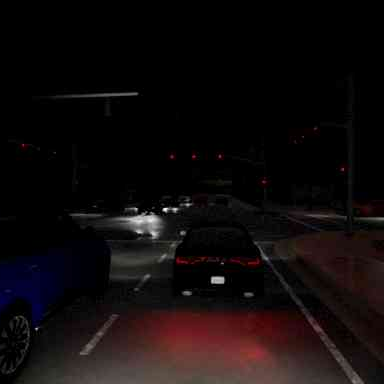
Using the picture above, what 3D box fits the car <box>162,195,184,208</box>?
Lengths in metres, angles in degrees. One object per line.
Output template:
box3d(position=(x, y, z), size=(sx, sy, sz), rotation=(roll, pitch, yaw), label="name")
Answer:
box3d(position=(-2.877, 1.547, 48.625), size=(2.033, 1.411, 5.357), rotation=(0, 0, 5), label="car")

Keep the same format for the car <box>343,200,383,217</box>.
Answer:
box3d(position=(16.775, 1.477, 30.962), size=(5.008, 1.535, 1.882), rotation=(0, 0, 5), label="car")

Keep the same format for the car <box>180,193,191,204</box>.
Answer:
box3d(position=(-1.404, 1.221, 65.658), size=(2.150, 2.045, 5.566), rotation=(0, 0, 5), label="car")

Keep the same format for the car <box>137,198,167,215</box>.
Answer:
box3d(position=(-4.167, 1.601, 33.970), size=(1.895, 1.301, 4.718), rotation=(0, 0, 6), label="car")

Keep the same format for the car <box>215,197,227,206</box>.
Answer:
box3d(position=(5.008, 1.563, 56.673), size=(1.994, 1.385, 4.181), rotation=(0, 0, 5), label="car")

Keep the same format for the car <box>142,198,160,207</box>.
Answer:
box3d(position=(-6.209, 1.601, 50.761), size=(1.895, 1.301, 4.718), rotation=(0, 0, 5), label="car")

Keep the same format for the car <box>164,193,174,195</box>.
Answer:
box3d(position=(-4.718, 1.221, 67.779), size=(2.150, 2.045, 5.566), rotation=(0, 0, 5), label="car")

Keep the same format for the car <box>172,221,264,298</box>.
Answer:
box3d(position=(0.654, 1.478, 8.615), size=(1.882, 1.535, 5.008), rotation=(0, 0, 4), label="car")

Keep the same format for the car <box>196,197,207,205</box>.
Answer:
box3d(position=(1.639, 1.525, 58.387), size=(1.812, 1.442, 4.674), rotation=(0, 0, 5), label="car")

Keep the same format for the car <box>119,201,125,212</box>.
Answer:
box3d(position=(-9.420, 1.477, 36.158), size=(1.882, 1.535, 5.008), rotation=(1, 0, 30), label="car")

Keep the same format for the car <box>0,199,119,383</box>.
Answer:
box3d(position=(-3.069, 1.221, 5.509), size=(2.150, 2.045, 5.566), rotation=(0, 0, 3), label="car")
